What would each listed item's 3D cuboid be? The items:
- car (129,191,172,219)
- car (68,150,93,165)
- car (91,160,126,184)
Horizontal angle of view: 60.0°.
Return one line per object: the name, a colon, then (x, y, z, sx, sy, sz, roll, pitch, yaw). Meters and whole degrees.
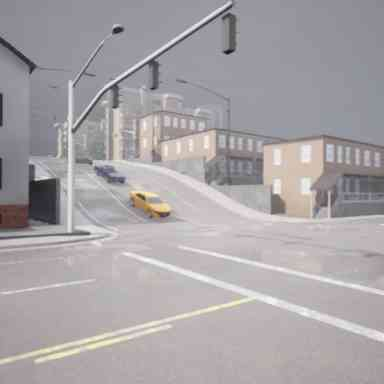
car: (-3.520, 0.913, 27.997, 1.882, 1.535, 5.008, 1, 15, -37)
car: (-14.340, -4.524, 42.796, 2.097, 1.767, 4.553, 1, 8, -35)
car: (-8.638, -1.949, 34.906, 1.895, 1.301, 4.718, 1, 17, -36)
